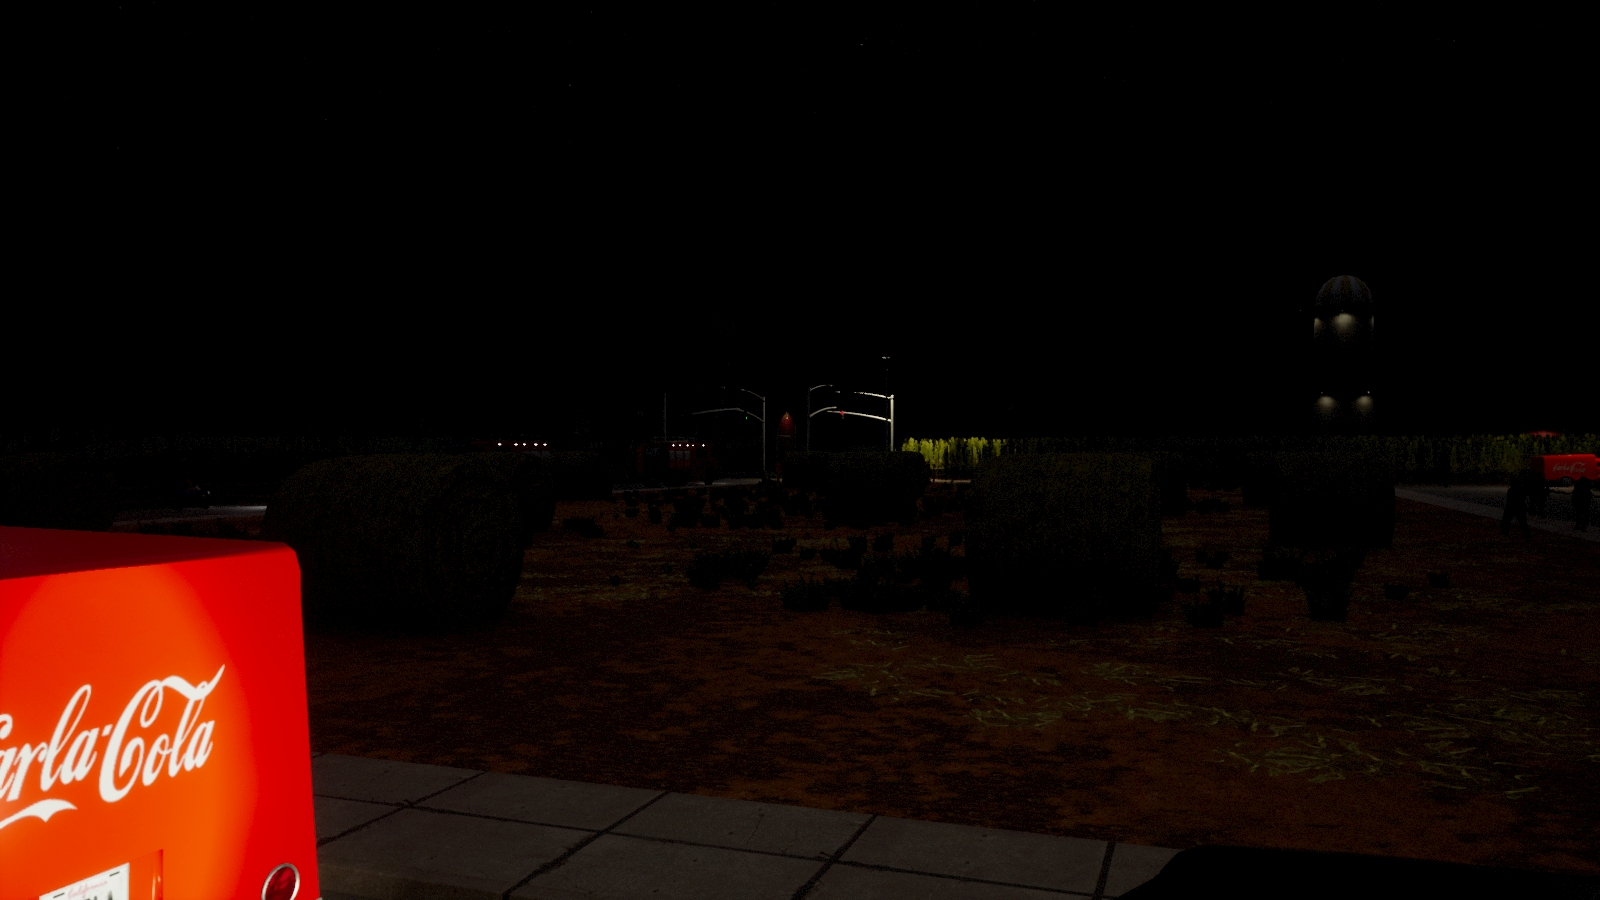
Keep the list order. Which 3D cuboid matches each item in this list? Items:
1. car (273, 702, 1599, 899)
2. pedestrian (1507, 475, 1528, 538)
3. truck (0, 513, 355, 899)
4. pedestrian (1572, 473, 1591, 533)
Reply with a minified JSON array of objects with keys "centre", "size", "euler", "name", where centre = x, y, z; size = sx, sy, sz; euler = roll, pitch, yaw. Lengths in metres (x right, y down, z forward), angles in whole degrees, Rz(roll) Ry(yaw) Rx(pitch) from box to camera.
[{"centre":[1.269,1.907,2.870],"size":[4.553,1.767,2.097],"euler":[0,0,20],"name":"car"},{"centre":[21.260,1.666,33.863],"size":[0.375,1.860,0.375],"euler":[0,0,-9],"name":"pedestrian"},{"centre":[-5.037,1.580,5.133],"size":[5.204,2.467,2.627],"euler":[1,0,20],"name":"truck"},{"centre":[24.699,1.665,36.109],"size":[0.375,1.860,0.375],"euler":[0,0,13],"name":"pedestrian"}]
